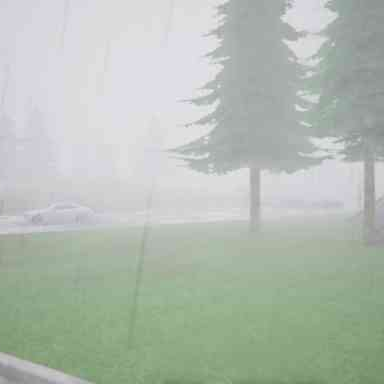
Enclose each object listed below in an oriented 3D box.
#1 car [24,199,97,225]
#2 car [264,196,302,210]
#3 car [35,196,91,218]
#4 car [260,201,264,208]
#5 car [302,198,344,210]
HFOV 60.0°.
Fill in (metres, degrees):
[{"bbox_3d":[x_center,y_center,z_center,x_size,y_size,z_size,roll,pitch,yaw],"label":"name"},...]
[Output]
[{"bbox_3d":[-9.526,1.513,24.006,4.674,1.442,1.812,0,0,-30],"label":"car"},{"bbox_3d":[11.566,1.302,40.345,5.008,1.535,1.882,0,0,-30],"label":"car"},{"bbox_3d":[-11.920,1.335,30.728,4.553,1.767,2.097,0,0,-30],"label":"car"},{"bbox_3d":[10.934,1.382,44.024,4.181,1.385,1.994,0,0,-30],"label":"car"},{"bbox_3d":[15.369,1.409,38.500,4.718,1.301,1.895,0,0,-30],"label":"car"}]
